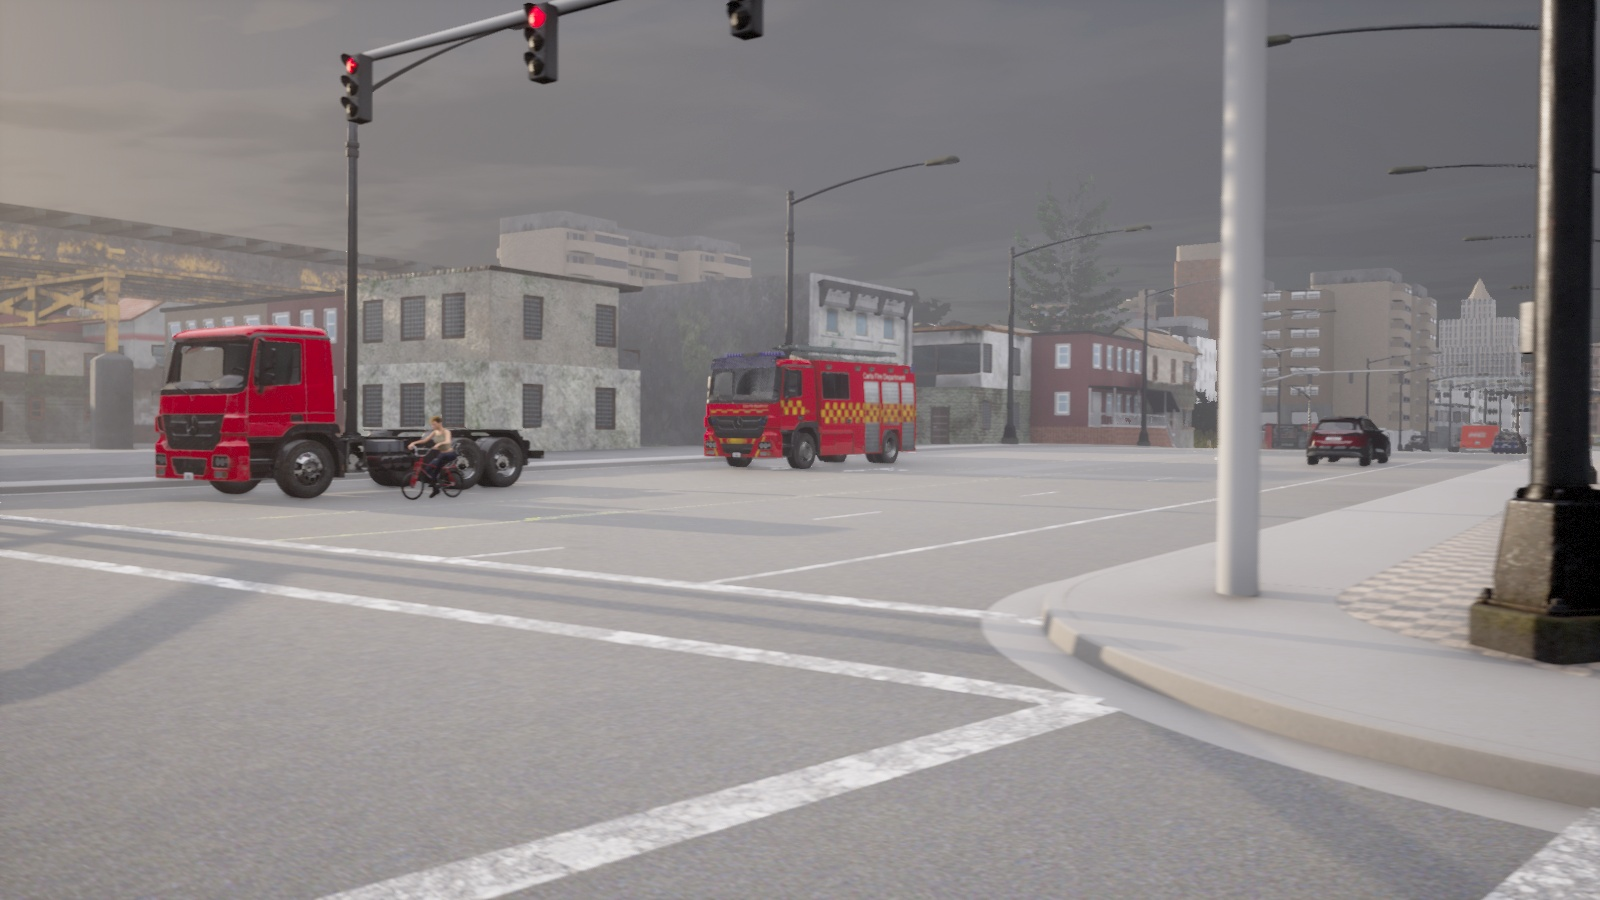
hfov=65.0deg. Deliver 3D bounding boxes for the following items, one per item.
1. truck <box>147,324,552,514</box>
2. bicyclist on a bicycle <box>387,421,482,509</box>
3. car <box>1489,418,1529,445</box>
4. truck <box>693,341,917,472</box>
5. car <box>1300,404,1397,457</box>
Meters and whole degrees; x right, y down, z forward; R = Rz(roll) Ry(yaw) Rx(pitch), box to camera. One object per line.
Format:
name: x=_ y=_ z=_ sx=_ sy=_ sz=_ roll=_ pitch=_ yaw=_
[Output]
truck: x=-9.283 y=-0.680 z=27.004 sx=2.891 sy=3.462 sz=7.936 roll=0 pitch=2 yaw=35
bicyclist on a bicycle: x=-7.038 y=0.267 z=24.219 sx=0.866 sy=1.612 sz=1.509 roll=0 pitch=2 yaw=34
car: x=45.673 y=-1.168 z=80.852 sx=1.851 sy=1.617 sz=3.988 roll=0 pitch=0 yaw=35
truck: x=0.394 y=-1.405 z=40.764 sx=2.891 sy=3.827 sz=8.468 roll=0 pitch=2 yaw=35
car: x=18.454 y=-0.687 z=42.117 sx=2.033 sy=1.649 sz=4.856 roll=0 pitch=2 yaw=35
